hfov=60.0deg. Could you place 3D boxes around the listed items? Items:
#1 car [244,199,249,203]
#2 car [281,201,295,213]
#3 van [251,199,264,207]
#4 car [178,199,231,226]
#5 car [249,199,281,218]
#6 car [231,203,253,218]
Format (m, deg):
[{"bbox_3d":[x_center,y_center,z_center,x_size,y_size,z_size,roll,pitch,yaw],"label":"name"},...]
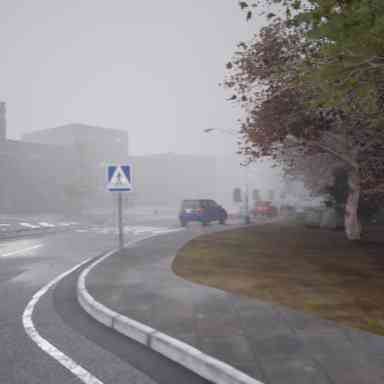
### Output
[{"bbox_3d":[13.602,2.593,76.368,2.435,2.045,5.566,0,-1,27],"label":"car"},{"bbox_3d":[15.984,2.672,56.002,1.837,1.490,4.892,0,-1,27],"label":"car"},{"bbox_3d":[16.114,2.651,81.213,1.878,1.987,4.442,0,-1,27],"label":"van"},{"bbox_3d":[0.942,1.603,26.504,2.150,2.045,5.566,0,-2,27],"label":"car"},{"bbox_3d":[9.633,2.266,43.575,2.150,2.045,5.566,0,-2,27],"label":"car"},{"bbox_3d":[5.989,2.553,43.494,1.812,1.442,4.674,0,-2,28],"label":"car"}]
